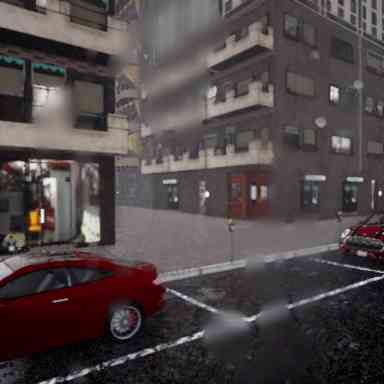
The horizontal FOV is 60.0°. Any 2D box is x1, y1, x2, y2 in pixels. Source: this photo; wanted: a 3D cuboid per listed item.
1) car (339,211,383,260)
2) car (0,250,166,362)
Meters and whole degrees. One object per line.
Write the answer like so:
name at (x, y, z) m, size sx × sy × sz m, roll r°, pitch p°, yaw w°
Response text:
car at (6.882, 1.365, 11.454) m, size 4.097 × 1.590 × 1.967 m, roll 0°, pitch 0°, yaw -35°
car at (-2.376, 1.578, 4.862) m, size 4.206 × 1.307 × 1.802 m, roll 0°, pitch 0°, yaw -35°
